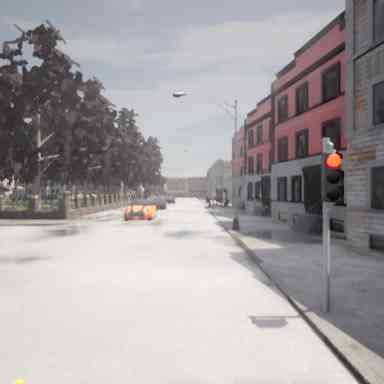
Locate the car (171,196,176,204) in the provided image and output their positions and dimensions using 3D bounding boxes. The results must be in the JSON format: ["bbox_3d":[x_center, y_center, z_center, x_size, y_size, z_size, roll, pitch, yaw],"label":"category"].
[{"bbox_3d":[-4.110,1.480,62.142,1.882,1.535,5.008,0,0,1],"label":"car"}]

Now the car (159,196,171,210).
[{"bbox_3d":[-4.134,1.508,42.162,1.837,1.490,4.892,0,0,0],"label":"car"}]

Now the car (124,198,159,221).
[{"bbox_3d":[-4.124,1.353,26.937,2.097,1.767,4.553,0,0,0],"label":"car"}]
